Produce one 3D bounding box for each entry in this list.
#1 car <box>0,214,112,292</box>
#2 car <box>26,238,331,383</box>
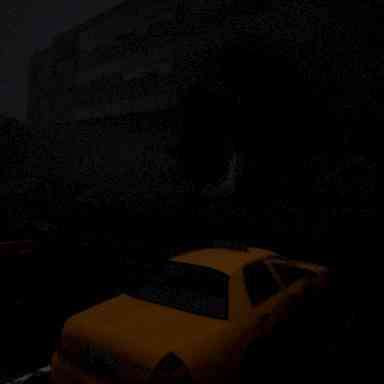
[{"bbox_3d":[-3.993,1.313,8.086,2.185,1.767,4.553,0,0,36],"label":"car"},{"bbox_3d":[0.684,1.465,5.020,1.946,1.575,5.366,0,0,35],"label":"car"}]
